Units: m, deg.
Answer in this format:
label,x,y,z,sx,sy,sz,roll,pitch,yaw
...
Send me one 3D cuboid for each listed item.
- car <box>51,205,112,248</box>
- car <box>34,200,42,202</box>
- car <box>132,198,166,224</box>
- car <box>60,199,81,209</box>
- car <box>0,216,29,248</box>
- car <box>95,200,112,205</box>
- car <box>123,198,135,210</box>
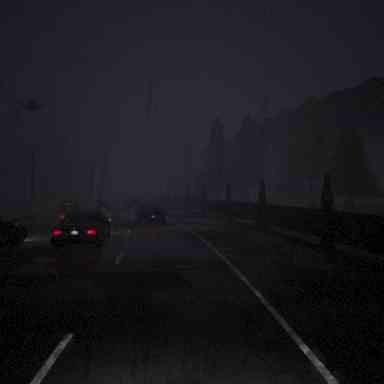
label,x,y,z,sx,sy,sz,roll,pitch,yaw
car,-4.697,1.542,14.708,2.033,1.411,5.357,0,0,-8
car,-26.224,1.359,57.574,1.994,1.385,4.181,0,0,-15
car,-3.105,1.456,24.424,1.882,1.535,5.008,0,0,-13
car,-13.373,1.484,36.646,2.128,1.511,4.902,0,0,-15
car,-7.883,1.554,12.320,2.033,1.411,5.357,0,0,-8
car,-10.798,1.581,40.637,1.895,1.301,4.718,0,0,-15
car,-7.545,1.476,42.039,1.837,1.490,4.892,0,1,-15
